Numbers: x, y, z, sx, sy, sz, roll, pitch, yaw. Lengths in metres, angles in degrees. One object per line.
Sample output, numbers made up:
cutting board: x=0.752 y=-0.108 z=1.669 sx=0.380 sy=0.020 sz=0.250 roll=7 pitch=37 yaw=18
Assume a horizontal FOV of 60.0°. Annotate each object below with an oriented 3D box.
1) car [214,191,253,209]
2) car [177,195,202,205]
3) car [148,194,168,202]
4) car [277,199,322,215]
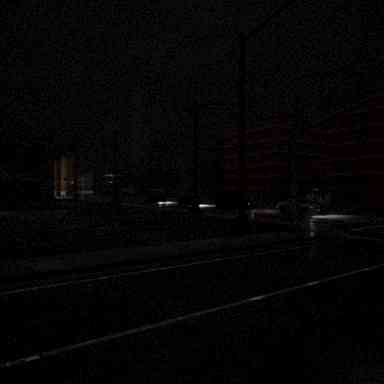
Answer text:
car: x=4.972 y=0.950 z=40.670 sx=2.150 sy=2.045 sz=5.566 roll=0 pitch=1 yaw=-35
car: x=-0.379 y=1.126 z=48.481 sx=1.994 sy=1.385 sz=4.181 roll=0 pitch=1 yaw=-34
car: x=-5.832 y=0.956 z=56.465 sx=1.994 sy=1.385 sz=4.181 roll=0 pitch=1 yaw=-34
car: x=10.446 y=1.393 z=32.665 sx=1.812 sy=1.442 sz=4.674 roll=0 pitch=1 yaw=-34
